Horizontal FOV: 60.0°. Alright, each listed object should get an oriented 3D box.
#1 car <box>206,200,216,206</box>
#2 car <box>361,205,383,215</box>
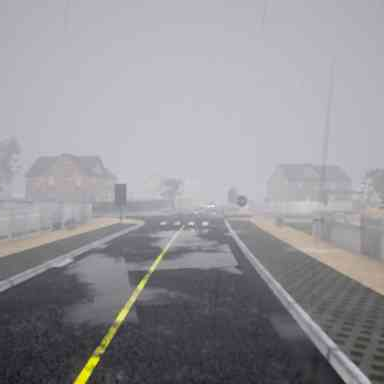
[{"bbox_3d":[4.652,2.683,80.937,1.994,1.385,4.181,0,-1,10],"label":"car"},{"bbox_3d":[23.080,2.287,40.335,5.008,1.535,1.882,1,-1,-13],"label":"car"}]
